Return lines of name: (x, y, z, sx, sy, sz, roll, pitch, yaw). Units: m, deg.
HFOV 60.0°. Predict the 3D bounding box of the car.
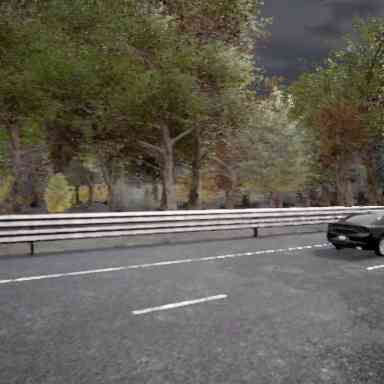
car: (7.536, 1.516, 13.245, 5.008, 1.535, 1.882, 0, 0, -31)
